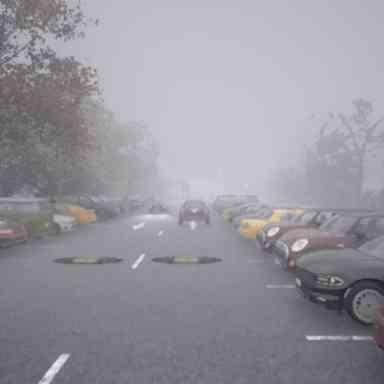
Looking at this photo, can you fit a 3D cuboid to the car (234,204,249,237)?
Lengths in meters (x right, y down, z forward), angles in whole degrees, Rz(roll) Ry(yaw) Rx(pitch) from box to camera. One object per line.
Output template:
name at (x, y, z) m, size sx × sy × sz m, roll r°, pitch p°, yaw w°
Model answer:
car at (4.769, 1.453, 14.772) m, size 5.366 × 1.575 × 1.946 m, roll 0°, pitch 0°, yaw 0°

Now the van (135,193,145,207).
van at (-8.317, 1.192, 39.871) m, size 4.442 × 1.987 × 1.878 m, roll 0°, pitch 0°, yaw 0°

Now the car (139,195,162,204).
car at (-8.378, 1.447, 67.423) m, size 4.553 × 1.767 × 2.185 m, roll 0°, pitch 0°, yaw 0°

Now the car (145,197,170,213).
car at (-3.494, 1.543, 35.525) m, size 1.895 × 1.301 × 4.718 m, roll 0°, pitch 0°, yaw 0°

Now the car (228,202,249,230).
car at (4.598, 1.453, 17.549) m, size 4.892 × 1.521 × 2.231 m, roll 0°, pitch 0°, yaw 0°

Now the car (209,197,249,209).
car at (4.668, 1.419, 42.535) m, size 4.892 × 1.521 × 2.231 m, roll 0°, pitch 0°, yaw 0°

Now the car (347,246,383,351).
car at (4.549, 1.516, 3.668) m, size 4.674 × 1.452 × 2.002 m, roll 0°, pitch 0°, yaw 0°

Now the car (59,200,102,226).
car at (-8.475, 1.448, 20.464) m, size 5.008 × 1.535 × 2.097 m, roll 0°, pitch 0°, yaw 0°

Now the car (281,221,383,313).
car at (4.565, 1.471, 6.444) m, size 5.008 × 1.535 × 2.097 m, roll 0°, pitch 0°, yaw 0°

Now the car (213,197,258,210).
car at (4.660, 1.457, 31.430) m, size 4.792 × 1.488 × 2.163 m, roll 0°, pitch 0°, yaw 0°

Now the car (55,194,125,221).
car at (-8.436, 1.188, 26.005) m, size 5.566 × 2.045 × 2.435 m, roll 0°, pitch 0°, yaw 0°

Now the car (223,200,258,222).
car at (4.593, 1.448, 20.325) m, size 4.892 × 1.521 × 2.231 m, roll 0°, pitch 0°, yaw 0°

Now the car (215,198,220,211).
car at (4.652, 1.462, 28.654) m, size 4.792 × 1.488 × 2.163 m, roll 0°, pitch 0°, yaw 0°

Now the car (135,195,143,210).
car at (-8.438, 1.420, 37.086) m, size 5.008 × 1.535 × 2.097 m, roll 0°, pitch 0°, yaw 0°

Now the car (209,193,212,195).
car at (4.623, 1.291, 39.756) m, size 4.553 × 1.767 × 2.185 m, roll 0°, pitch 0°, yaw 0°

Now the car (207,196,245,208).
car at (4.863, 1.435, 47.955) m, size 5.366 × 1.575 × 1.946 m, roll 0°, pitch 0°, yaw 0°

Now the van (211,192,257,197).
van at (4.522, 1.197, 34.206) m, size 4.442 × 1.987 × 1.878 m, roll 0°, pitch 0°, yaw 0°

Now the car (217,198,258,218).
car at (4.644, 1.467, 25.877) m, size 4.792 × 1.488 × 2.163 m, roll 0°, pitch 0°, yaw 0°

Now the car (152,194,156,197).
car at (-8.365, 1.487, 50.928) m, size 4.792 × 1.488 × 2.163 m, roll 0°, pitch 0°, yaw 0°

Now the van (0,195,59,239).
van at (-8.613, 1.233, 14.799) m, size 4.442 × 1.987 × 1.878 m, roll 0°, pitch 0°, yaw 0°

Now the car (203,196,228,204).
car at (4.763, 1.602, 67.509) m, size 4.792 × 1.488 × 2.163 m, roll 0°, pitch 0°, yaw 0°

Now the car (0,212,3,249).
car at (-8.506, 1.467, 9.384) m, size 5.008 × 1.535 × 2.097 m, roll 0°, pitch 0°, yaw 0°

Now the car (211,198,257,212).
car at (4.617, 1.448, 36.983) m, size 4.792 × 1.488 × 2.163 m, roll 0°, pitch 0°, yaw 0°

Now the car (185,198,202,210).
car at (0.220, 1.501, 41.610) m, size 1.994 × 1.385 × 4.181 m, roll 0°, pitch 0°, yaw 0°

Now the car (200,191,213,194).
car at (4.689, 1.282, 61.959) m, size 5.566 × 2.045 × 2.435 m, roll 0°, pitch 0°, yaw 0°

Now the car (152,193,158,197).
car at (-8.415, 1.226, 53.699) m, size 5.566 × 2.045 × 2.435 m, roll 0°, pitch 0°, yaw 0°

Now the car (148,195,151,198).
car at (-8.439, 1.456, 45.263) m, size 4.792 × 1.488 × 2.163 m, roll 0°, pitch 0°, yaw 0°

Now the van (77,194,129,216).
van at (-8.332, 1.204, 31.545) m, size 4.442 × 1.987 × 1.878 m, roll 0°, pitch 0°, yaw 0°

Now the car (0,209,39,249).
car at (-8.502, 1.503, 12.155) m, size 4.674 × 1.452 × 2.002 m, roll 0°, pitch 0°, yaw 0°

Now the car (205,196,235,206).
car at (4.695, 1.495, 56.404) m, size 4.892 × 1.521 × 2.231 m, roll 0°, pitch 0°, yaw 0°

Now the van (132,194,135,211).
van at (-8.557, 1.199, 34.316) m, size 4.442 × 1.987 × 1.878 m, roll 0°, pitch 0°, yaw 0°

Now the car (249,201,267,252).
car at (4.607, 1.336, 11.996) m, size 4.553 × 1.767 × 2.185 m, roll 0°, pitch 0°, yaw 0°

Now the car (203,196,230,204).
car at (4.720, 1.552, 64.733) m, size 5.008 × 1.535 × 2.097 m, roll 0°, pitch 0°, yaw 0°

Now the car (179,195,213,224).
car at (0.170, 1.312, 24.396) m, size 2.097 × 1.767 × 4.553 m, roll 0°, pitch 0°, yaw 0°

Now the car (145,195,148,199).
car at (-8.446, 1.449, 42.624) m, size 4.792 × 1.488 × 2.163 m, roll 0°, pitch 0°, yaw 0°

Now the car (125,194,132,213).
car at (-8.429, 1.183, 28.776) m, size 5.566 × 2.045 × 2.435 m, roll 0°, pitch 0°, yaw 0°

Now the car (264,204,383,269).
car at (4.599, 1.340, 9.220) m, size 4.553 × 1.767 × 2.185 m, roll 0°, pitch 0°, yaw 0°

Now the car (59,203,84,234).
car at (-8.491, 1.494, 17.570) m, size 4.674 × 1.452 × 2.002 m, roll 0°, pitch 0°, yaw 0°

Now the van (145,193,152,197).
van at (-8.519, 1.214, 48.036) m, size 4.442 × 1.987 × 1.878 m, roll 0°, pitch 0°, yaw 0°
